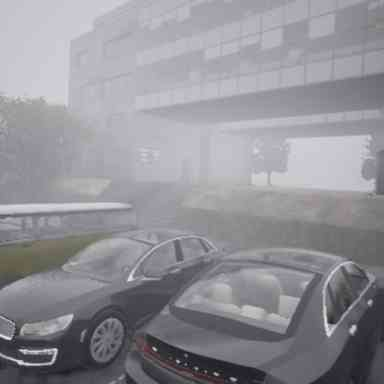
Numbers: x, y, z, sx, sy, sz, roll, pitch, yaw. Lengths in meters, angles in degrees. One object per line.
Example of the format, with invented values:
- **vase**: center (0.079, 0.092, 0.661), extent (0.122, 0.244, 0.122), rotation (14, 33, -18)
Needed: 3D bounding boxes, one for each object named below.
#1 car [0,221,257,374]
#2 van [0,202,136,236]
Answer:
- **car**: center (-0.947, 1.474, 5.962), extent (2.231, 1.521, 4.892), rotation (0, 0, 35)
- **van**: center (-3.292, 1.243, 7.483), extent (1.878, 1.987, 4.442), rotation (0, 0, 35)
